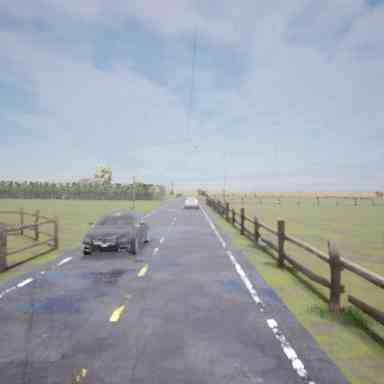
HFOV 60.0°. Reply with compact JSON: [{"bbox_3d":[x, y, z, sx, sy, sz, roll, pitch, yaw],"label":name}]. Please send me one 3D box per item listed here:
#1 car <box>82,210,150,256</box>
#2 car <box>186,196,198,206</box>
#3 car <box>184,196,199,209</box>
[{"bbox_3d":[-2.826,1.496,13.204,1.837,1.490,4.892,0,-1,0],"label":"car"},{"bbox_3d":[-0.041,1.438,54.792,1.882,1.535,5.008,0,0,0],"label":"car"},{"bbox_3d":[-0.030,1.493,44.518,1.812,1.442,4.674,0,0,0],"label":"car"}]
